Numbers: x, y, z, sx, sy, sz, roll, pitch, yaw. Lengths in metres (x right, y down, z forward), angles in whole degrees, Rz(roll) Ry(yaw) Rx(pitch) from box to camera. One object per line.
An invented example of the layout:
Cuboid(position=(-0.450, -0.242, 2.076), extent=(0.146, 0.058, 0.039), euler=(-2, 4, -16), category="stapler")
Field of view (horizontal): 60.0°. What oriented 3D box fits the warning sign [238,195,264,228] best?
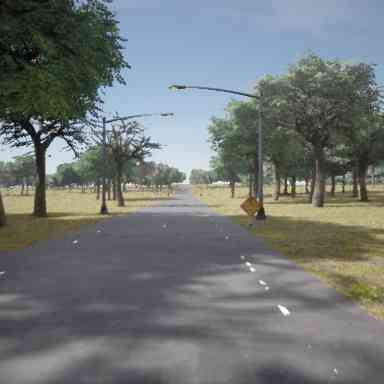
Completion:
Cuboid(position=(3.504, 1.130, 19.769), extent=(1.300, 1.860, 1.060), euler=(1, 1, -1), category="warning sign")
